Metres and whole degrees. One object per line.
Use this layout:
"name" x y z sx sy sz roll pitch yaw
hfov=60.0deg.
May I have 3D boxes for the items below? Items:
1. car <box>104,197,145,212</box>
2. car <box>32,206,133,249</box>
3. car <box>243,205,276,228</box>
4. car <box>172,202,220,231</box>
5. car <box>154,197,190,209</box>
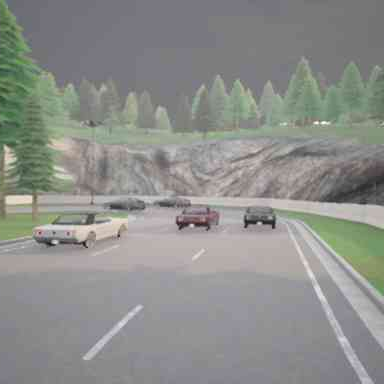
"car" -6.971 1.292 34.031 4.902 1.511 2.128 0 0 34
"car" -4.444 1.512 14.219 1.895 1.301 4.718 0 0 13
"car" 4.315 1.507 21.285 1.895 1.301 4.718 0 0 11
"car" 0.491 1.500 20.073 1.895 1.301 4.718 0 0 13
"car" -2.378 1.284 39.152 4.902 1.511 2.128 1 0 37
